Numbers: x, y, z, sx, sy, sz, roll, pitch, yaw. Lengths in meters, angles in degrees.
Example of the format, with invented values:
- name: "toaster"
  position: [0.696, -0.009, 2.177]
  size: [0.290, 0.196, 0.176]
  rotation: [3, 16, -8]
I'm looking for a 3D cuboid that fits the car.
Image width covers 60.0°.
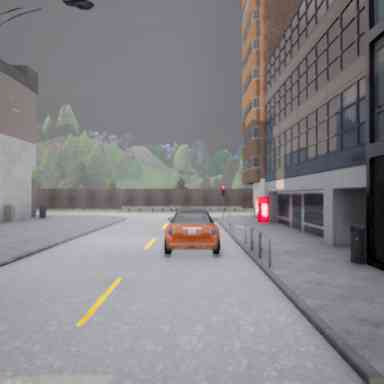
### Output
- name: "car"
  position: [0.011, 1.483, 14.088]
  size: [2.097, 1.767, 4.553]
  rotation: [0, -1, 0]
